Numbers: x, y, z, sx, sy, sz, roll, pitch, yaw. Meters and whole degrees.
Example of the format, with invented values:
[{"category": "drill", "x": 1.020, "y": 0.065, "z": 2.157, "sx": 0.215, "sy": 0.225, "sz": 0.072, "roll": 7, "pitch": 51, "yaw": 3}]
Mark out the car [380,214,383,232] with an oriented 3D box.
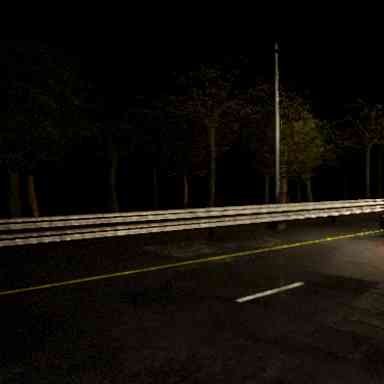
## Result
[{"category": "car", "x": 10.798, "y": 1.260, "z": 15.732, "sx": 4.902, "sy": 1.511, "sz": 2.128, "roll": -1, "pitch": 1, "yaw": -35}]
